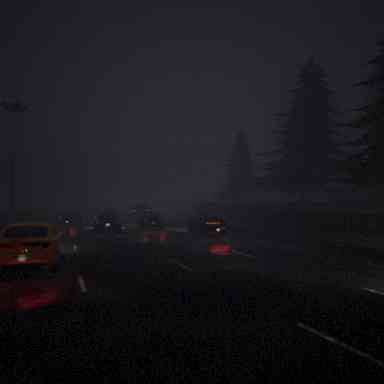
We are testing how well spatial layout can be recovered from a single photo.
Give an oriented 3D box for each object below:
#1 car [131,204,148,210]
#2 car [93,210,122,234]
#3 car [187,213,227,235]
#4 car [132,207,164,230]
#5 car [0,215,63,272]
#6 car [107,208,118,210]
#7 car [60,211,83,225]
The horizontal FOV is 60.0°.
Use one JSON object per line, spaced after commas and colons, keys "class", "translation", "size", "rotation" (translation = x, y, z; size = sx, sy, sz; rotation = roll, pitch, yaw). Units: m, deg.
{"class": "car", "translation": [-6.390, 2.476, 41.496], "size": [2.150, 2.045, 5.566], "rotation": [1, -2, -9]}
{"class": "car", "translation": [-6.385, 2.294, 25.020], "size": [1.994, 1.385, 4.181], "rotation": [1, -2, -16]}
{"class": "car", "translation": [1.025, 2.310, 24.493], "size": [1.837, 1.490, 4.892], "rotation": [1, -2, -17]}
{"class": "car", "translation": [-3.700, 2.352, 28.498], "size": [1.882, 1.535, 5.008], "rotation": [1, -2, -15]}
{"class": "car", "translation": [-5.691, 1.792, 11.710], "size": [1.882, 1.535, 5.008], "rotation": [1, -2, -21]}
{"class": "car", "translation": [-9.837, 2.721, 40.952], "size": [1.812, 1.442, 4.674], "rotation": [1, -2, -9]}
{"class": "car", "translation": [-11.918, 2.506, 32.650], "size": [1.895, 1.301, 4.718], "rotation": [1, -2, -12]}
